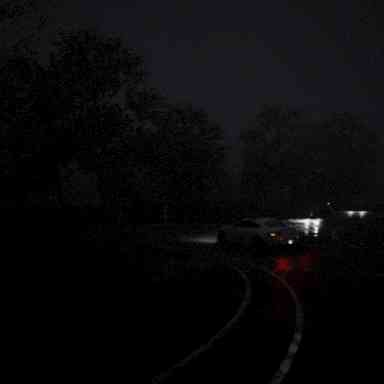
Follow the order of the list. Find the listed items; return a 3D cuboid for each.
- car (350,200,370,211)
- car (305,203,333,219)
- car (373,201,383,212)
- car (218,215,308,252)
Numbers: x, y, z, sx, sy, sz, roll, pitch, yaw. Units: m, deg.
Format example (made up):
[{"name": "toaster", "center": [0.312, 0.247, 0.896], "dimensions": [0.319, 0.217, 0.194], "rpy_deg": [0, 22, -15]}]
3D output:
[{"name": "car", "center": [25.581, 2.057, 50.583], "dimensions": [1.882, 1.535, 5.008], "rpy_deg": [-2, -1, 41]}, {"name": "car", "center": [14.425, 2.093, 37.709], "dimensions": [2.128, 1.511, 4.902], "rpy_deg": [-1, 1, 40]}, {"name": "car", "center": [27.377, 1.978, 47.452], "dimensions": [1.882, 1.535, 5.008], "rpy_deg": [-2, -1, 41]}, {"name": "car", "center": [3.106, 1.965, 16.373], "dimensions": [1.812, 1.442, 4.674], "rpy_deg": [-2, 0, -29]}]
